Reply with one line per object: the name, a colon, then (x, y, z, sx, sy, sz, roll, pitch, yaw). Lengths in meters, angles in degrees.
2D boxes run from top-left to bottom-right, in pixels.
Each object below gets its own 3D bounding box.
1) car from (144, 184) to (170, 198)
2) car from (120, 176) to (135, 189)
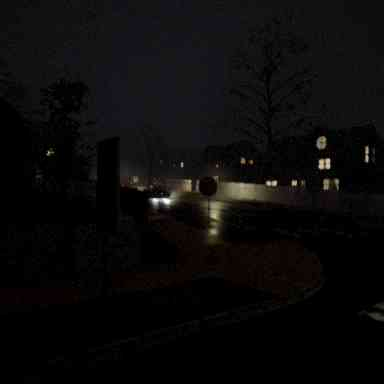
car: (-3.717, -0.115, 35.216, 1.994, 1.385, 4.181, 1, 3, -21)
car: (-10.756, -1.520, 53.663, 2.150, 2.045, 5.566, 1, 3, -21)
